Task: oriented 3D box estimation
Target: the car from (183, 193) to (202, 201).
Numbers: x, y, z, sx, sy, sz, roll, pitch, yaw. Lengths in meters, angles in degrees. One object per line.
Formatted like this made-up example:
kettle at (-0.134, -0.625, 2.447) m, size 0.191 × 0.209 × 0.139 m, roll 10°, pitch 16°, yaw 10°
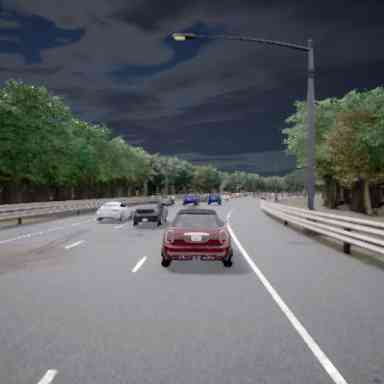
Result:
car at (-0.078, 1.220, 54.337) m, size 2.150 × 2.045 × 5.566 m, roll 0°, pitch 0°, yaw 7°

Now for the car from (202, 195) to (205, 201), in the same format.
car at (2.414, 1.479, 71.896) m, size 2.128 × 1.511 × 4.902 m, roll 0°, pitch 0°, yaw 10°

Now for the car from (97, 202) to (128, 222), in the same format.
car at (-6.110, 1.517, 26.481) m, size 1.812 × 1.442 × 4.674 m, roll 0°, pitch 0°, yaw 4°

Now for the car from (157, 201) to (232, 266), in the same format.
car at (0.187, 1.354, 11.683) m, size 2.097 × 1.767 × 4.553 m, roll 0°, pitch 0°, yaw 2°

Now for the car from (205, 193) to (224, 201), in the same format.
car at (4.134, 1.218, 59.756) m, size 2.150 × 2.045 × 5.566 m, roll 0°, pitch 0°, yaw 8°

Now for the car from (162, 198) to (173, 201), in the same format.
car at (-3.903, 1.554, 51.387) m, size 1.994 × 1.385 × 4.181 m, roll 1°, pitch 0°, yaw 7°

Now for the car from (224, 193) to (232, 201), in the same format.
car at (8.314, 1.157, 84.861) m, size 2.150 × 2.045 × 5.566 m, roll 0°, pitch 0°, yaw 12°

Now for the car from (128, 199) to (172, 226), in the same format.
car at (-2.804, 1.502, 23.231) m, size 1.837 × 1.490 × 4.892 m, roll 0°, pitch 0°, yaw 3°

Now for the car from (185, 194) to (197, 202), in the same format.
car at (-0.164, 1.293, 77.553) m, size 2.097 × 1.767 × 4.553 m, roll 0°, pitch 0°, yaw 10°
